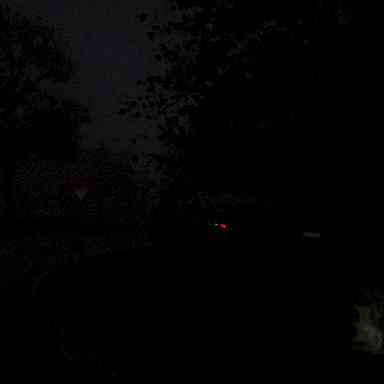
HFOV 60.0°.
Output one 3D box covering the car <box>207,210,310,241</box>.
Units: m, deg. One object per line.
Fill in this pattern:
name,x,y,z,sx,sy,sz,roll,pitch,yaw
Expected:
car,3.499,1.661,17.364,5.357,1.411,2.033,0,0,-23
